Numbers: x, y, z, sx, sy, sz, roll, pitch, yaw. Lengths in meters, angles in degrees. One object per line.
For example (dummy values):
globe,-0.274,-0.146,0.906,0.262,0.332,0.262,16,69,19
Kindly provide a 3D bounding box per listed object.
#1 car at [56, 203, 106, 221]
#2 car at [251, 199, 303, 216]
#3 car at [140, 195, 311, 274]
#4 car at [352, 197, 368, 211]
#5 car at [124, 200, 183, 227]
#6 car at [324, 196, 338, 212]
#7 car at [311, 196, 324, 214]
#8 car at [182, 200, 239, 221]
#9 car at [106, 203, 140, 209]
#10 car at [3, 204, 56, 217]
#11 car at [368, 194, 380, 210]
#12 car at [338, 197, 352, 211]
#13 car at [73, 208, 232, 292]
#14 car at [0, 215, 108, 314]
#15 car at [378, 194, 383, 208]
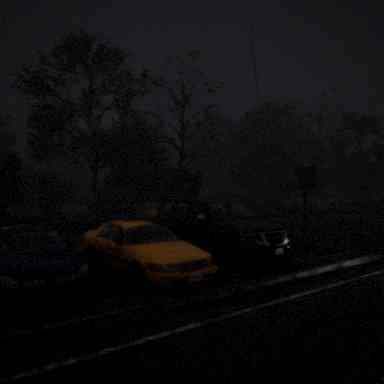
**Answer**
car,-7.612,1.477,21.242,2.231,1.521,4.892,0,0,-36
car,8.206,1.455,32.520,2.002,1.452,4.674,0,0,-35
car,0.713,1.221,11.073,2.435,2.045,5.566,0,0,-36
car,17.239,1.383,38.979,2.097,1.535,5.008,0,0,-36
car,-2.983,1.455,24.310,1.946,1.575,5.366,0,0,-36
car,12.725,1.438,35.747,2.002,1.452,4.674,0,0,-36
car,10.467,1.406,34.132,2.097,1.535,5.008,0,0,-36
car,1.445,1.470,27.663,2.163,1.488,4.792,0,0,-36
car,-5.367,1.496,22.873,2.163,1.488,4.792,0,0,-36
car,-9.871,1.484,19.629,2.097,1.535,5.008,0,0,-36
car,19.504,1.377,40.581,2.231,1.521,4.892,0,0,-36
car,14.964,1.265,37.387,2.185,1.767,4.553,0,0,-36
car,-1.477,1.478,9.317,1.946,1.575,5.366,0,0,-36
car,-3.867,1.530,7.841,2.002,1.452,4.674,0,0,-36
car,21.742,1.398,42.222,2.163,1.488,4.792,0,0,-36
